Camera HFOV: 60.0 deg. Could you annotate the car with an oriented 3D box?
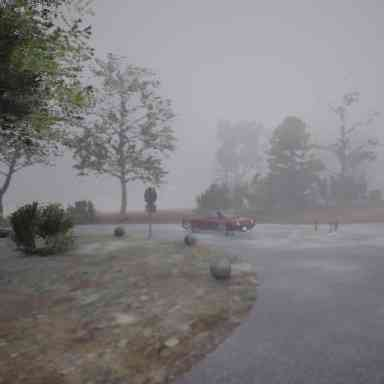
[{"bbox_3d":[1.431,1.811,20.329,1.895,1.301,4.718,0,-1,-43],"label":"car"}]
